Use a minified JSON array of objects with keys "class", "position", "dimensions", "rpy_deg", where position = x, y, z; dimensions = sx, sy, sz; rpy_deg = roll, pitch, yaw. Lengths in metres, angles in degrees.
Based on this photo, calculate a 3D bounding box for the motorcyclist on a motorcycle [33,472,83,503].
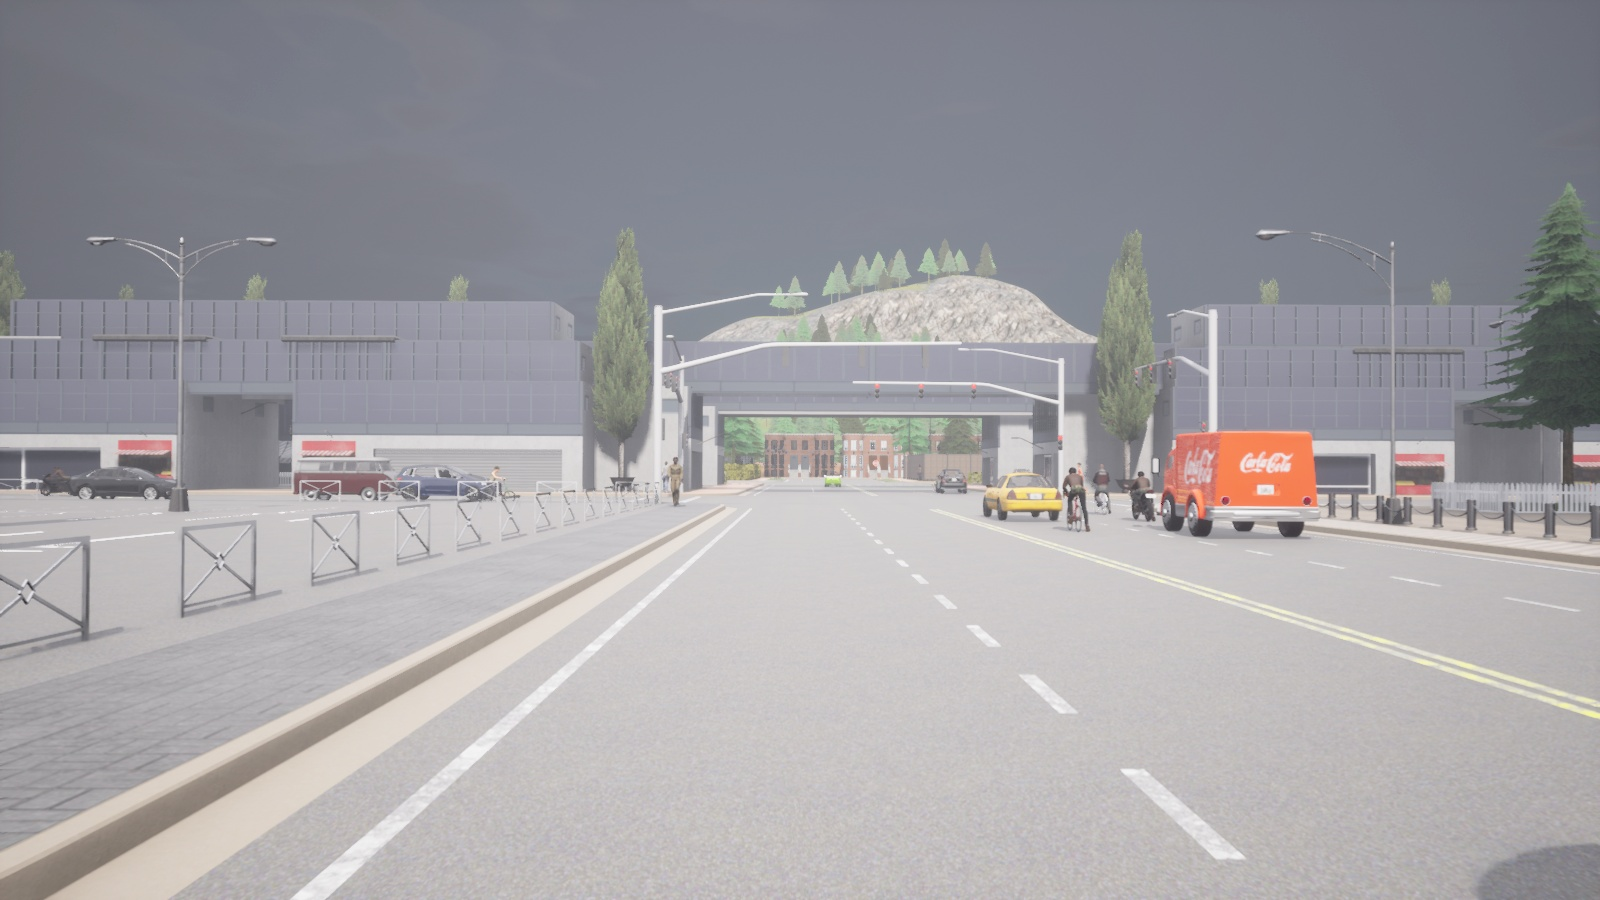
[{"class":"motorcyclist on a motorcycle","position":[-37.056,1.867,62.712],"dimensions":[2.044,1.523,0.797],"rpy_deg":[0,-1,2]}]

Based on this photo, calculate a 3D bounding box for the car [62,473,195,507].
[{"class":"car","position":[-29.636,1.753,55.512],"dimensions":[4.892,1.490,1.837],"rpy_deg":[0,-1,2]}]

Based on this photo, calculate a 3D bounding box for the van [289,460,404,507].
[{"class":"van","position":[-19.909,1.459,55.260],"dimensions":[4.442,1.987,1.775],"rpy_deg":[0,-1,1]}]

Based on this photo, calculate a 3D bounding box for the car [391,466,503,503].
[{"class":"car","position":[-16.448,1.587,58.679],"dimensions":[4.611,1.667,2.242],"rpy_deg":[0,-1,1]}]

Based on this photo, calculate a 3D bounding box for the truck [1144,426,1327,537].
[{"class":"truck","position":[10.423,0.735,30.621],"dimensions":[2.627,2.467,5.204],"rpy_deg":[0,-1,0]}]

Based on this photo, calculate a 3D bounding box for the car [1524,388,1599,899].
[{"class":"car","position":[3.495,0.601,1.659],"dimensions":[2.152,1.651,5.027],"rpy_deg":[0,-1,0]}]

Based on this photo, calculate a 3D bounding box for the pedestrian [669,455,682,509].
[{"class":"pedestrian","position":[-4.450,1.152,45.037],"dimensions":[0.396,1.930,0.692],"rpy_deg":[0,-1,-1]}]

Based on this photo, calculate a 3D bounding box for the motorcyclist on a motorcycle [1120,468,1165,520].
[{"class":"motorcyclist on a motorcycle","position":[10.409,1.316,38.228],"dimensions":[0.797,1.523,2.044],"rpy_deg":[0,-1,0]}]

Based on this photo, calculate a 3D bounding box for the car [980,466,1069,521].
[{"class":"car","position":[6.907,1.301,39.200],"dimensions":[1.801,1.575,5.366],"rpy_deg":[0,-1,0]}]

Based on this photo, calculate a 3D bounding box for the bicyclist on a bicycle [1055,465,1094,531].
[{"class":"bicyclist on a bicycle","position":[6.924,1.205,31.737],"dimensions":[0.582,1.620,1.656],"rpy_deg":[0,-1,0]}]

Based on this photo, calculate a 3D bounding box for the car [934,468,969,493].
[{"class":"car","position":[9.652,1.937,80.364],"dimensions":[1.789,1.549,3.705],"rpy_deg":[0,-1,0]}]
